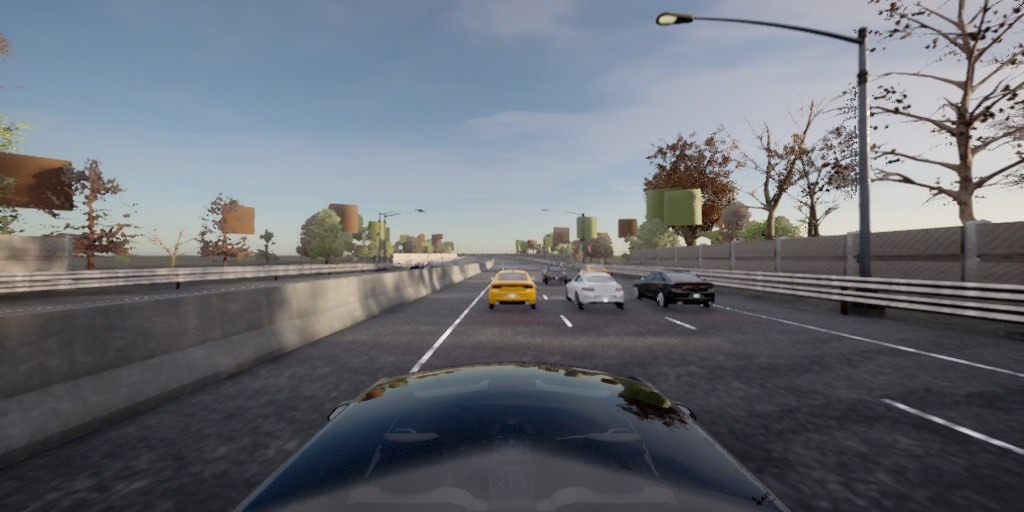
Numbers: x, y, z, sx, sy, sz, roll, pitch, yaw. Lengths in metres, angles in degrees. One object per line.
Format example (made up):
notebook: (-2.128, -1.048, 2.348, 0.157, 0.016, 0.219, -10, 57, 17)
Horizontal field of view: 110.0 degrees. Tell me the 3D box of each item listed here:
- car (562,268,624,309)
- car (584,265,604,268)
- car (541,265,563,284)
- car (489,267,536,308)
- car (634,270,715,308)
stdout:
car: (3.529, 1.422, 15.736, 1.812, 1.442, 4.674, 0, 0, 0)
car: (7.037, 1.534, 31.084, 1.882, 1.535, 5.008, 0, 0, 0)
car: (3.529, 1.541, 30.343, 2.128, 1.511, 4.902, 0, 0, 0)
car: (0.033, 1.378, 16.082, 1.882, 1.535, 5.008, 0, 0, 0)
car: (7.033, 1.378, 16.091, 1.882, 1.535, 5.008, 0, 0, 0)
